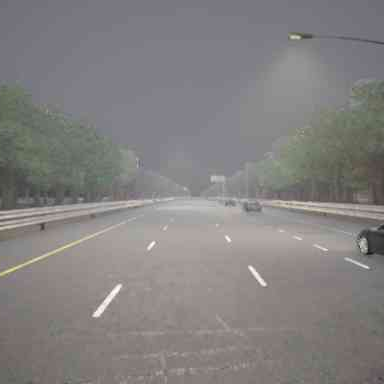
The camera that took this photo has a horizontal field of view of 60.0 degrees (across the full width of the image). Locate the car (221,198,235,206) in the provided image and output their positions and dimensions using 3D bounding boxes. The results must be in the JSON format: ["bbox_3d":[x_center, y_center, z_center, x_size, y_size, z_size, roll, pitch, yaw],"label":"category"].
[{"bbox_3d":[7.245,2.050,64.961,1.837,1.490,4.892,0,-1,0],"label":"car"}]

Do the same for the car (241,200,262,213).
[{"bbox_3d":[7.097,1.730,40.008,2.128,1.511,4.902,0,-1,0],"label":"car"}]

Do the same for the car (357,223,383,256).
[{"bbox_3d":[7.009,1.527,10.357,1.837,1.490,4.892,0,0,0],"label":"car"}]

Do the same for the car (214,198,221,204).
[{"bbox_3d":[7.385,2.282,82.033,2.128,1.511,4.902,0,-1,1],"label":"car"}]
